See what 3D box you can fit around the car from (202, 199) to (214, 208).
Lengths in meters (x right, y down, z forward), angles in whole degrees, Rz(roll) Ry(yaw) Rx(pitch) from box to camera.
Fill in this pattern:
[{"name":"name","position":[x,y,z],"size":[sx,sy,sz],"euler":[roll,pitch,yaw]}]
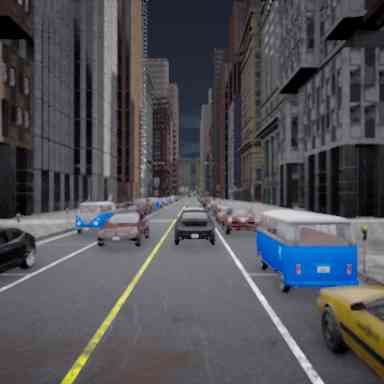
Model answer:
[{"name":"car","position":[2.863,2.011,59.572],"size":[1.887,1.381,4.507],"euler":[0,0,0]}]

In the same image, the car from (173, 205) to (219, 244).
[{"name":"car","position":[0.128,1.634,16.504],"size":[1.837,1.490,4.892],"euler":[0,0,0]}]

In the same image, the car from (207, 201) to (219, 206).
[{"name":"car","position":[2.814,1.797,31.391],"size":[2.008,1.369,4.403],"euler":[0,0,0]}]

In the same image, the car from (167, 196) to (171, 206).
[{"name":"car","position":[-5.653,1.949,65.215],"size":[1.967,1.590,4.097],"euler":[0,0,0]}]

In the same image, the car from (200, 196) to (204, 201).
[{"name":"car","position":[2.852,1.738,53.937],"size":[2.192,1.841,5.009],"euler":[0,0,0]}]

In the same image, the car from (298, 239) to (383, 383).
[{"name":"car","position":[2.764,1.553,3.380],"size":[1.752,1.417,4.829],"euler":[0,0,0]}]

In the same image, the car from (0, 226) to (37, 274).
[{"name":"car","position":[-5.751,1.634,8.848],"size":[1.947,1.339,4.313],"euler":[0,0,0]}]

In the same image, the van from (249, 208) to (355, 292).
[{"name":"van","position":[2.773,1.411,8.847],"size":[1.690,1.788,3.998],"euler":[0,0,0]}]

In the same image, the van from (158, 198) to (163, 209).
[{"name":"van","position":[-5.682,1.717,48.306],"size":[1.690,1.788,3.998],"euler":[0,0,0]}]

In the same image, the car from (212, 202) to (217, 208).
[{"name":"car","position":[2.804,1.729,25.925],"size":[1.752,1.417,4.829],"euler":[0,0,0]}]

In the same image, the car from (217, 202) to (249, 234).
[{"name":"car","position":[2.793,1.598,20.119],"size":[1.967,1.590,4.097],"euler":[0,0,0]}]

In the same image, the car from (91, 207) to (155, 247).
[{"name":"car","position":[-3.067,1.648,15.790],"size":[1.812,1.442,4.674],"euler":[0,0,0]}]

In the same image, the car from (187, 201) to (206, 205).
[{"name":"car","position":[0.158,1.870,34.403],"size":[1.895,1.301,4.718],"euler":[0,0,0]}]

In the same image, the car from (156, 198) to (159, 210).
[{"name":"car","position":[-5.692,1.876,42.668],"size":[1.887,1.381,4.507],"euler":[0,0,0]}]

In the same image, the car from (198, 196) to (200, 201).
[{"name":"car","position":[2.892,2.040,76.480],"size":[1.967,1.590,4.097],"euler":[0,0,0]}]

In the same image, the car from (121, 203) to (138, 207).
[{"name":"car","position":[-5.721,1.765,25.758],"size":[1.947,1.339,4.313],"euler":[0,0,0]}]

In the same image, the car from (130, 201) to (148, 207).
[{"name":"car","position":[-5.711,1.810,31.395],"size":[1.947,1.339,4.313],"euler":[0,0,0]}]

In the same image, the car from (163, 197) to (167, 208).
[{"name":"car","position":[-5.672,1.860,53.942],"size":[1.967,1.590,4.097],"euler":[0,0,0]}]

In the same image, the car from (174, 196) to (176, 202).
[{"name":"car","position":[-5.623,2.166,81.954],"size":[1.752,1.417,4.829],"euler":[0,0,0]}]

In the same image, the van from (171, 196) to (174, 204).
[{"name":"van","position":[-5.633,1.938,76.489],"size":[1.690,1.788,3.998],"euler":[0,0,0]}]

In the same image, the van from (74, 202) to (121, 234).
[{"name":"van","position":[-5.732,1.497,20.123],"size":[1.690,1.788,3.998],"euler":[0,0,0]}]

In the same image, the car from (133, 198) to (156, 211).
[{"name":"car","position":[-5.702,1.603,37.033],"size":[2.192,1.841,5.009],"euler":[0,0,0]}]

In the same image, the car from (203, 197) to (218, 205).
[{"name":"car","position":[2.833,1.774,42.663],"size":[1.967,1.590,4.097],"euler":[0,0,0]}]
